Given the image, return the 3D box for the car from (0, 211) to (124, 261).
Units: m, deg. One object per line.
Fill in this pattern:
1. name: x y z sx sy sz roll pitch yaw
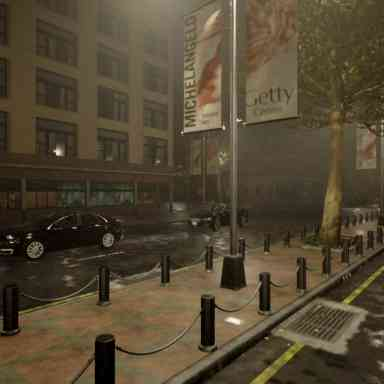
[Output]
1. car: -4.861 1.505 12.552 1.837 1.490 4.892 0 0 40

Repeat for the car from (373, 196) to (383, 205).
1. car: 34.006 1.478 59.505 1.882 1.535 5.008 0 0 40

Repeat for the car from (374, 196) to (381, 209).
1. car: 26.721 1.506 45.318 1.837 1.490 4.892 0 0 40

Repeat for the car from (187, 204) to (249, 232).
1. car: 1.705 1.492 20.468 2.128 1.511 4.902 0 0 40

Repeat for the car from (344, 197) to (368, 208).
1. car: 23.709 1.506 47.862 4.892 1.490 1.837 1 1 -42
